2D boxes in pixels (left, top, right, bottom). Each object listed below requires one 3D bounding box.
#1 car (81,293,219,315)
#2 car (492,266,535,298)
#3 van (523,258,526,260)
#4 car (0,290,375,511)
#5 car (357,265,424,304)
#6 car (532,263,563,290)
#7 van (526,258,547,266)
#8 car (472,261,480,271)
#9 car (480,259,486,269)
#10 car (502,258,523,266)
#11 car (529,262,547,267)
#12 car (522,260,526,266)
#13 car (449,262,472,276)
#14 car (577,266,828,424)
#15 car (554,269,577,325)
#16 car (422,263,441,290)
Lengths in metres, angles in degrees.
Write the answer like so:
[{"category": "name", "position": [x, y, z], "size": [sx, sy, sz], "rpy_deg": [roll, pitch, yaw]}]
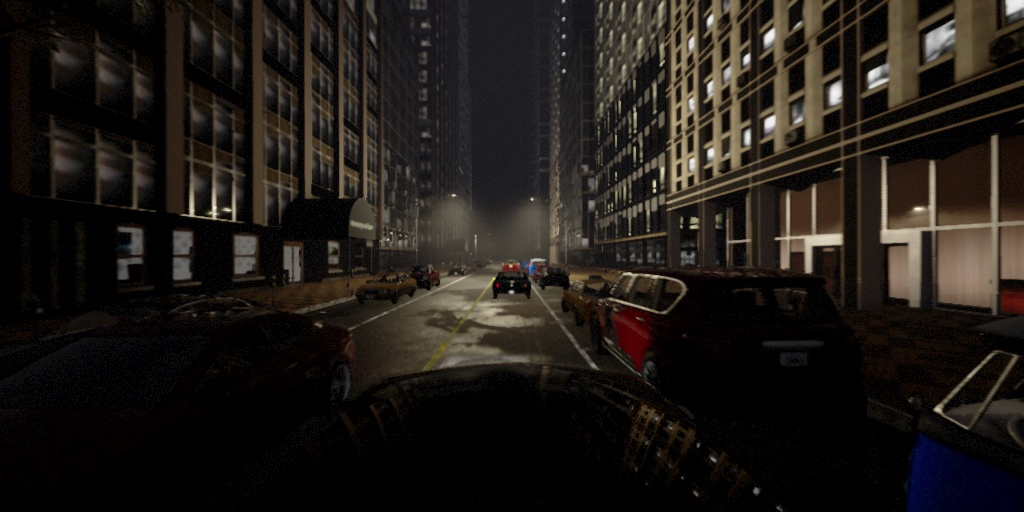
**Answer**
[{"category": "car", "position": [-5.706, 1.338, 5.741], "size": [2.007, 1.370, 4.403], "rpy_deg": [0, 0, 0]}, {"category": "car", "position": [-0.015, 1.413, 19.006], "size": [1.895, 1.301, 4.718], "rpy_deg": [0, 0, 0]}, {"category": "van", "position": [2.377, 1.242, 57.074], "size": [1.690, 1.789, 3.998], "rpy_deg": [0, 0, 0]}, {"category": "car", "position": [-3.103, 1.294, 3.338], "size": [1.812, 1.442, 4.674], "rpy_deg": [0, 0, 0]}, {"category": "car", "position": [-5.772, 1.353, 16.968], "size": [1.751, 1.417, 4.829], "rpy_deg": [0, 0, 0]}, {"category": "car", "position": [2.575, 1.365, 22.885], "size": [2.007, 1.370, 4.403], "rpy_deg": [0, 0, 0]}, {"category": "van", "position": [2.509, 1.187, 34.281], "size": [1.690, 1.789, 3.998], "rpy_deg": [0, 0, 0]}, {"category": "car", "position": [-5.971, 1.502, 51.329], "size": [1.802, 1.307, 4.207], "rpy_deg": [0, 0, 0]}, {"category": "car", "position": [-6.037, 1.491, 62.725], "size": [1.888, 1.381, 4.507], "rpy_deg": [0, 0, 0]}, {"category": "car", "position": [-0.139, 1.230, 42.757], "size": [2.097, 1.767, 4.553], "rpy_deg": [0, 0, 0]}, {"category": "car", "position": [2.542, 1.413, 28.583], "size": [1.802, 1.307, 4.207], "rpy_deg": [0, 0, 0]}, {"category": "car", "position": [2.476, 1.406, 39.979], "size": [1.888, 1.381, 4.507], "rpy_deg": [0, 0, 0]}, {"category": "car", "position": [-5.905, 1.459, 39.932], "size": [1.948, 1.339, 4.313], "rpy_deg": [0, 0, 0]}, {"category": "car", "position": [2.674, 1.070, 5.787], "size": [2.192, 1.841, 5.009], "rpy_deg": [0, 0, 0]}, {"category": "car", "position": [2.640, 1.302, 11.656], "size": [1.751, 1.417, 4.829], "rpy_deg": [0, 0, 0]}, {"category": "car", "position": [-5.806, 1.286, 22.838], "size": [1.967, 1.591, 4.097], "rpy_deg": [0, 0, 0]}]
